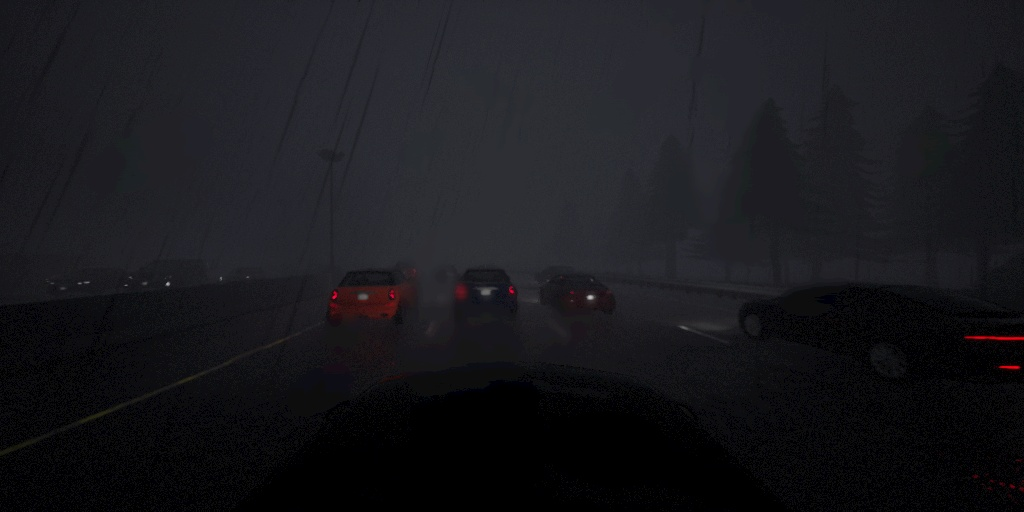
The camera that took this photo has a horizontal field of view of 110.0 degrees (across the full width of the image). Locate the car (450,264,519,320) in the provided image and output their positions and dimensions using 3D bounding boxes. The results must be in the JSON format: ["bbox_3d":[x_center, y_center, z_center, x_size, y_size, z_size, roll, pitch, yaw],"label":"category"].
[{"bbox_3d":[-1.059,1.164,13.235,2.097,1.767,4.553,0,0,-7],"label":"car"}]

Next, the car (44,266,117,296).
[{"bbox_3d":[-24.717,1.474,21.359,2.128,1.511,4.902,0,0,-20],"label":"car"}]

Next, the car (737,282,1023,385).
[{"bbox_3d":[6.659,1.245,7.026,1.837,1.490,4.892,0,0,-4],"label":"car"}]

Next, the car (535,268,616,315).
[{"bbox_3d":[2.374,1.360,13.910,1.994,1.385,4.181,0,0,-8],"label":"car"}]

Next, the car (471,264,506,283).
[{"bbox_3d":[-2.117,1.430,31.178,1.812,1.442,4.674,0,0,-20],"label":"car"}]

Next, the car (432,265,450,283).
[{"bbox_3d":[-5.513,1.482,30.232,1.994,1.385,4.181,0,0,-20],"label":"car"}]

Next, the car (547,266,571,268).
[{"bbox_3d":[3.319,1.397,25.989,2.033,1.411,5.357,0,0,-16],"label":"car"}]

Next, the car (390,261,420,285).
[{"bbox_3d":[-8.709,1.282,28.848,2.097,1.767,4.553,0,0,-20],"label":"car"}]

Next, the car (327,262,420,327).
[{"bbox_3d":[-4.431,1.177,12.167,2.097,1.767,4.553,0,0,-7],"label":"car"}]

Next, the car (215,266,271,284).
[{"bbox_3d":[-18.662,1.568,25.217,1.895,1.301,4.718,0,0,-21],"label":"car"}]

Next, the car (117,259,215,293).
[{"bbox_3d":[-21.410,1.192,22.593,2.150,2.045,5.566,0,0,-20],"label":"car"}]
